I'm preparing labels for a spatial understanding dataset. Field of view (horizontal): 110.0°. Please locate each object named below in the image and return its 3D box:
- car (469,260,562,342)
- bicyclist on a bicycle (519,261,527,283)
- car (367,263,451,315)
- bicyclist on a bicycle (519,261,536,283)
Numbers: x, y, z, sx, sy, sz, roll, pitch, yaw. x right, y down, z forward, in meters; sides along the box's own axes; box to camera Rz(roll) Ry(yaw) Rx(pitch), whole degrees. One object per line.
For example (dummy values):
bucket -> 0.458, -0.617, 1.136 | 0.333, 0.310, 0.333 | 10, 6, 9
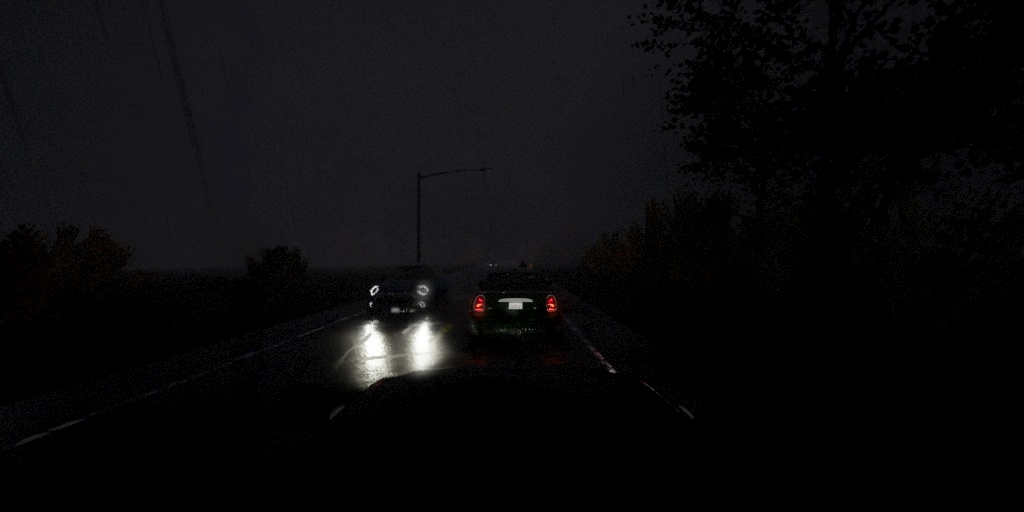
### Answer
car -> 0.072, 1.099, 9.893 | 2.097, 1.767, 4.553 | 0, 0, 0
bicyclist on a bicycle -> 0.840, 1.193, 27.354 | 0.582, 1.620, 1.656 | 0, 0, 0
car -> -3.643, 1.097, 13.408 | 2.097, 1.767, 4.553 | 0, 0, 0
bicyclist on a bicycle -> 0.903, 1.180, 17.237 | 0.866, 1.612, 1.509 | 0, 0, 0
